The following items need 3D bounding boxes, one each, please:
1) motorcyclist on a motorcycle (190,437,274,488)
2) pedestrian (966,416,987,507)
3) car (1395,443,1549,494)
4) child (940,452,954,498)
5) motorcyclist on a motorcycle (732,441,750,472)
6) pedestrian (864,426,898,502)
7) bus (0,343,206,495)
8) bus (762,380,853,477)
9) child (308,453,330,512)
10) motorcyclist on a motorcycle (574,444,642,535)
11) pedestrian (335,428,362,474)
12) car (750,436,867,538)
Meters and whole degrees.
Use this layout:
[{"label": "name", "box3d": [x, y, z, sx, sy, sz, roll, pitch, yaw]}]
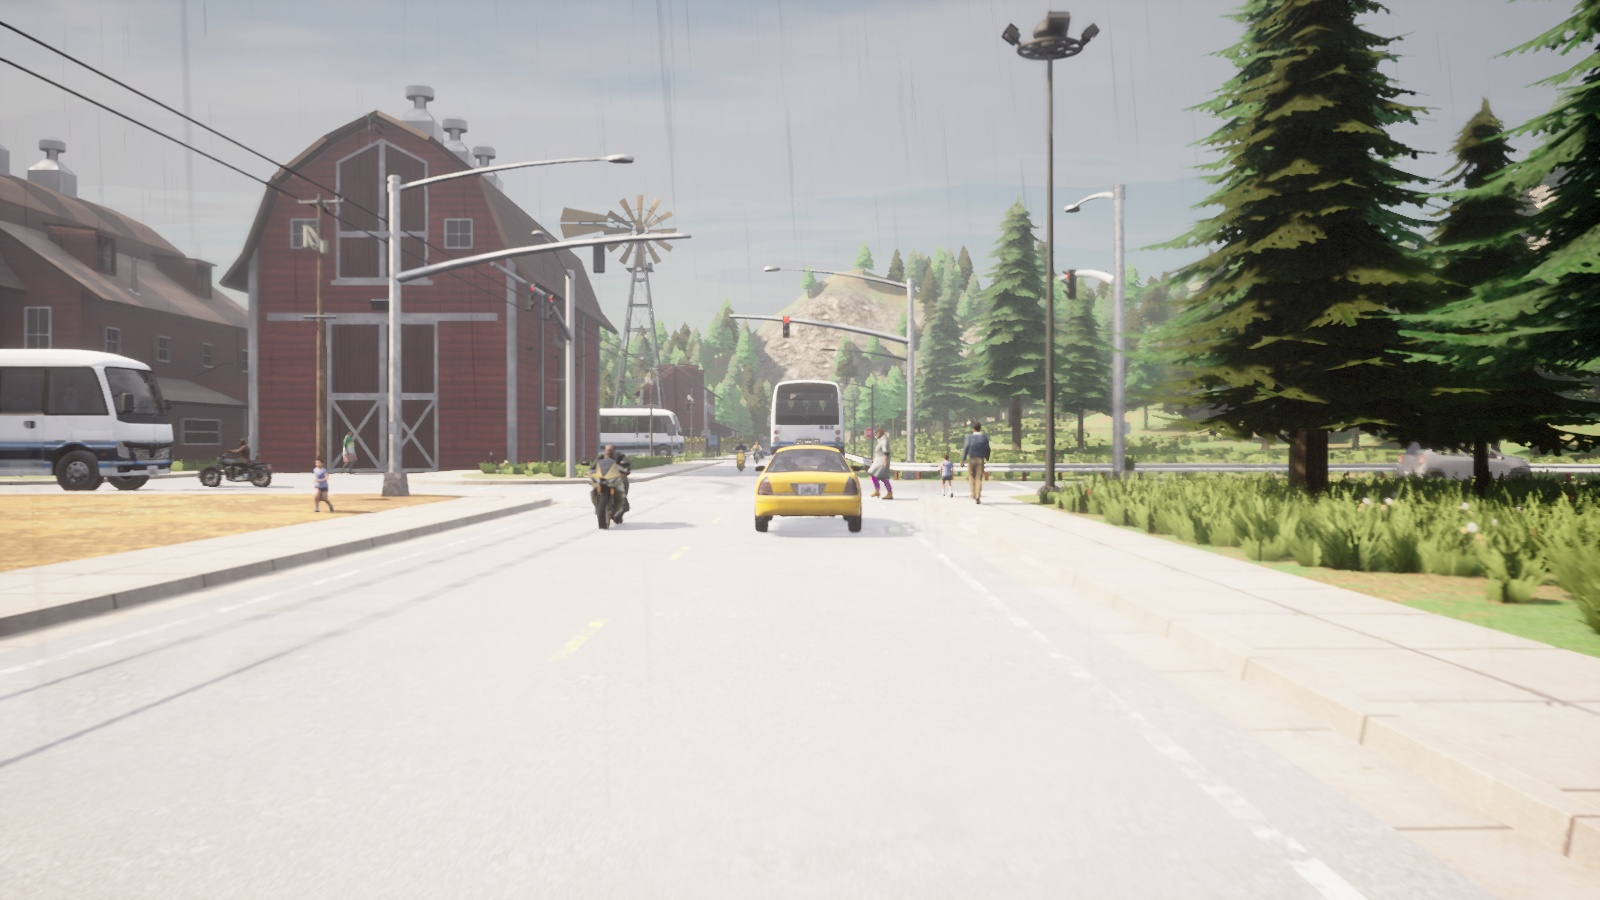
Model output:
[{"label": "motorcyclist on a motorcycle", "box3d": [-18.452, 0.408, 40.831, 2.350, 1.649, 0.766, 0, 0, -1]}, {"label": "pedestrian", "box3d": [3.834, 0.252, 27.275, 0.423, 1.949, 0.788, 0, 0, 6]}, {"label": "car", "box3d": [20.183, 0.538, 37.813, 3.633, 1.501, 1.845, 0, 0, -1]}, {"label": "child", "box3d": [3.605, 0.612, 30.765, 0.255, 1.110, 0.394, 0, 0, -6]}, {"label": "motorcyclist on a motorcycle", "box3d": [-3.109, 0.327, 66.073, 0.866, 1.590, 1.817, 0, 0, 0]}, {"label": "pedestrian", "box3d": [2.093, 0.352, 32.462, 0.873, 1.952, 0.659, 0, 0, 3]}, {"label": "bus", "box3d": [-23.693, -0.888, 37.260, 10.273, 4.253, 3.944, 0, 1, -1]}, {"label": "bus", "box3d": [0.358, -0.967, 60.126, 3.944, 4.253, 10.273, 0, 0, 0]}, {"label": "child", "box3d": [-9.077, 0.613, 23.693, 0.255, 1.110, 0.394, 0, 0, 2]}, {"label": "motorcyclist on a motorcycle", "box3d": [-3.359, 0.654, 22.177, 0.866, 1.530, 2.191, 0, 0, 0]}, {"label": "pedestrian", "box3d": [-19.227, 0.051, 53.538, 0.873, 1.952, 0.659, 0, 0, 8]}, {"label": "car", "box3d": [0.142, 0.562, 22.095, 1.801, 1.575, 5.366, 0, 0, 0]}]
